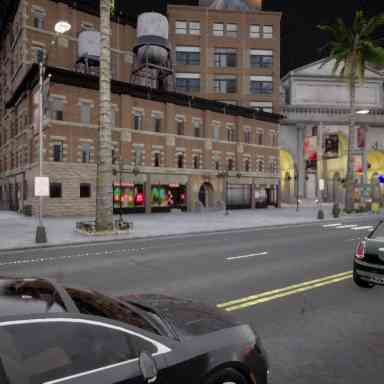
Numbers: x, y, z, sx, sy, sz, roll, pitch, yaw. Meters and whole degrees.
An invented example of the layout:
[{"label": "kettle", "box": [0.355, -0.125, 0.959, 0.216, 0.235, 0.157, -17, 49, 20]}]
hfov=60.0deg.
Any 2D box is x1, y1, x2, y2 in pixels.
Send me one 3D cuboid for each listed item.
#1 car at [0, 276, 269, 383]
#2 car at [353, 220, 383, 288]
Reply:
[{"label": "car", "box": [-1.459, 1.505, 2.698, 4.892, 1.490, 1.837, 0, 0, -36]}, {"label": "car", "box": [5.916, 1.352, 7.994, 4.553, 1.767, 2.097, 0, 0, -35]}]
